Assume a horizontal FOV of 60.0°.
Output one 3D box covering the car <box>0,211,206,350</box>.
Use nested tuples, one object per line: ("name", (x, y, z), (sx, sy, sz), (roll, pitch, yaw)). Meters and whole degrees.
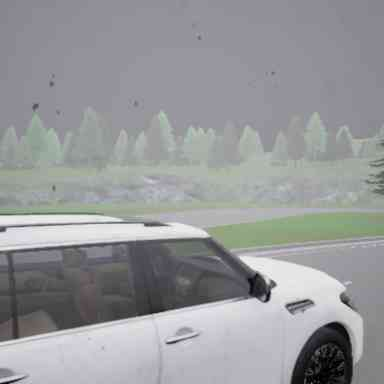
("car", (-2.206, 1.356, 6.311), (4.553, 1.767, 2.097), (0, 0, -33))

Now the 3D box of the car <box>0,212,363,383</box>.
("car", (-0.726, 1.225, 3.143), (5.566, 2.045, 2.150), (0, 0, -34))
